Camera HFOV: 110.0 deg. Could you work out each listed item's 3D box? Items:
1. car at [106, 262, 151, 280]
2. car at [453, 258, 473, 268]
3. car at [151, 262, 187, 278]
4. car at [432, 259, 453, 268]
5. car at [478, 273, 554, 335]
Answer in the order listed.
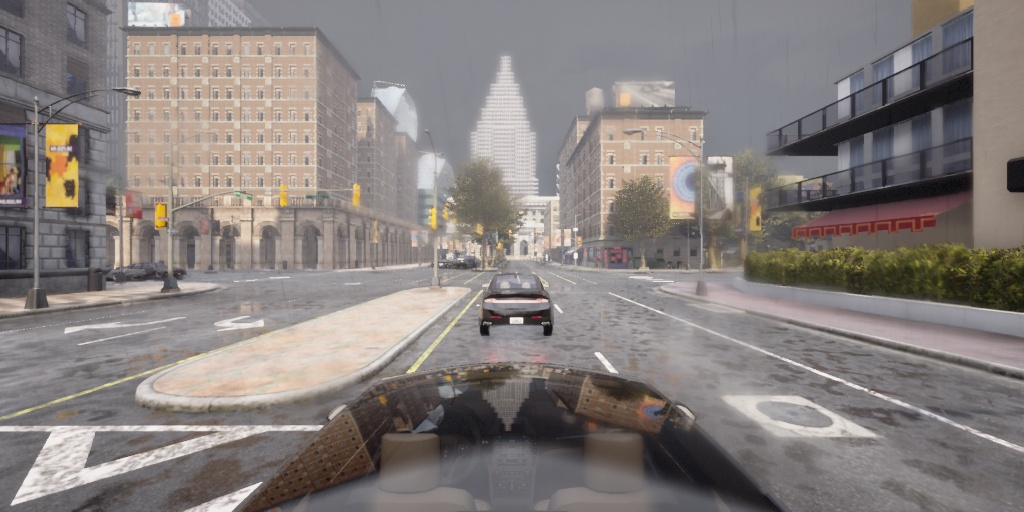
[{"bbox_3d":[-33.825,1.352,30.111,4.718,1.301,1.895,0,0,0],"label":"car"},{"bbox_3d":[-8.024,1.354,59.176,1.895,1.301,4.718,0,0,0],"label":"car"},{"bbox_3d":[-33.848,1.299,33.609,5.357,1.411,2.033,0,0,0],"label":"car"},{"bbox_3d":[-11.513,1.245,60.623,2.128,1.511,4.902,0,0,0],"label":"car"},{"bbox_3d":[0.106,1.242,10.491,2.128,1.511,4.902,0,0,0],"label":"car"}]
